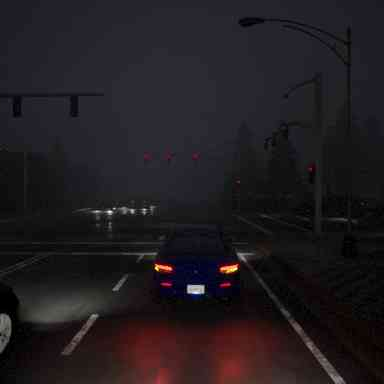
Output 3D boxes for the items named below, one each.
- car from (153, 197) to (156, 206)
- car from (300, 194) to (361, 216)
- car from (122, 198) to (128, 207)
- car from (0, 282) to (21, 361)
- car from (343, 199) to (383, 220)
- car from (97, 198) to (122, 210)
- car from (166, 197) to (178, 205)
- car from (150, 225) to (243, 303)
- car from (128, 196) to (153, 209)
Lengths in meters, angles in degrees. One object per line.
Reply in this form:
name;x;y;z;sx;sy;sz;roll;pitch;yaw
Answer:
car;-7.148;1.505;55.487;1.837;1.490;4.892;0;0;0
car;13.055;1.222;31.104;5.566;2.045;2.150;0;0;0
car;-10.659;1.601;51.384;1.895;1.301;4.718;0;0;0
car;-3.442;1.505;2.947;1.837;1.490;4.892;0;0;0
car;15.878;1.547;27.606;5.357;1.411;2.033;0;0;0
car;-10.654;1.526;42.285;1.812;1.442;4.674;0;0;0
car;-3.482;1.564;58.683;1.994;1.385;4.181;0;0;0
car;0.129;1.526;8.082;1.812;1.442;4.674;0;0;2
car;-7.159;1.352;46.346;2.097;1.767;4.553;0;0;0
